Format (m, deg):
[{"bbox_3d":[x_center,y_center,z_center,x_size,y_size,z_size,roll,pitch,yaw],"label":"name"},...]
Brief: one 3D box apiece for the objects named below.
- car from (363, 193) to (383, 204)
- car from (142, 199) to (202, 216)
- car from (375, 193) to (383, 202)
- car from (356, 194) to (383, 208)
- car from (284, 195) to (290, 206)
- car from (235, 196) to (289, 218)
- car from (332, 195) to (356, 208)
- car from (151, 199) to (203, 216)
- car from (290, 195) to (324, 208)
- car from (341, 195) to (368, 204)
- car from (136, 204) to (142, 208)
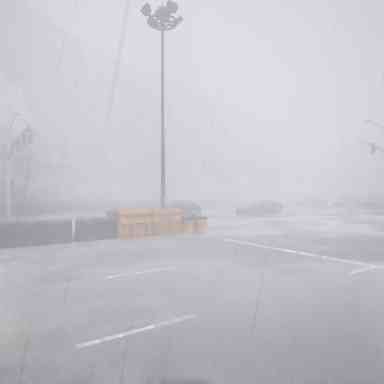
[{"bbox_3d":[31.256,1.120,56.450,4.553,1.767,2.097,0,0,-35],"label":"car"},{"bbox_3d":[-1.457,1.433,28.779,5.008,1.535,1.882,0,0,-36],"label":"car"},{"bbox_3d":[38.382,1.073,65.819,4.553,1.767,2.097,0,0,-36],"label":"car"},{"bbox_3d":[23.347,1.184,42.233,4.553,1.767,2.097,0,0,-36],"label":"car"},{"bbox_3d":[14.164,1.201,48.572,4.553,1.767,2.097,0,0,-36],"label":"car"},{"bbox_3d":[6.096,1.406,29.883,5.008,1.535,1.882,0,0,-36],"label":"car"},{"bbox_3d":[20.929,1.312,44.806,5.008,1.535,1.882,0,0,-36],"label":"car"},{"bbox_3d":[-1.448,1.450,33.090,4.892,1.490,1.837,0,0,-36],"label":"car"},{"bbox_3d":[16.115,1.354,45.666,4.892,1.490,1.837,0,0,-36],"label":"car"},{"bbox_3d":[28.921,1.262,59.071,4.902,1.511,2.128,0,0,-35],"label":"car"},{"bbox_3d":[-3.638,1.546,35.827,4.718,1.301,1.895,0,0,-36],"label":"car"}]
